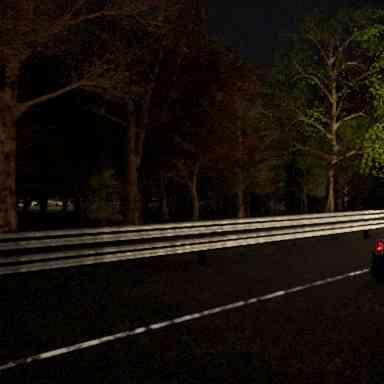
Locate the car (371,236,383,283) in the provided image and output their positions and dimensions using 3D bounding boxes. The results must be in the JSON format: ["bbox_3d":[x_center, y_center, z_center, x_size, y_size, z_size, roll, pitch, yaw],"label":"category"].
[{"bbox_3d":[6.604,1.377,8.493,4.553,1.767,2.097,0,0,-36],"label":"car"}]
